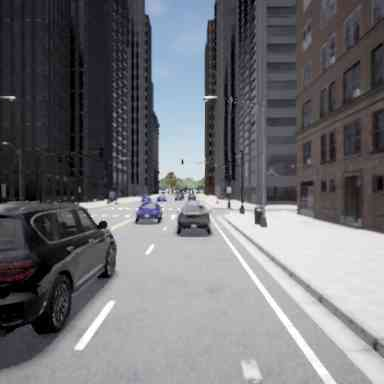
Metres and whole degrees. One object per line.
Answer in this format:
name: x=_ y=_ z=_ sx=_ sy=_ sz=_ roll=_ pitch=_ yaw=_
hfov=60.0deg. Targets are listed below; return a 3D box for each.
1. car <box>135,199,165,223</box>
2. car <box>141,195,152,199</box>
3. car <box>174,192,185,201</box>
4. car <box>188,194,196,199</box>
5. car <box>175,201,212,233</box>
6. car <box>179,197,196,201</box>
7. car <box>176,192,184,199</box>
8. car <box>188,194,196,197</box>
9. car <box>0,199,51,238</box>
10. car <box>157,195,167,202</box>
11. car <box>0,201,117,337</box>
car: x=-3.232 y=1.493 z=25.399 sx=1.812 sy=1.442 sz=4.674 roll=0 pitch=0 yaw=-3
car: x=-9.744 y=1.409 z=71.516 sx=1.812 sy=1.442 sz=4.674 roll=0 pitch=0 yaw=0
car: x=-3.244 y=1.388 z=80.829 sx=2.128 sy=1.511 sz=4.902 roll=0 pitch=0 yaw=0
car: x=0.007 y=1.260 z=91.249 sx=1.994 sy=1.385 sz=4.181 roll=0 pitch=0 yaw=0
car: x=0.102 y=1.482 z=19.365 sx=1.837 sy=1.490 sz=4.892 roll=0 pitch=0 yaw=0
car: x=0.084 y=1.504 z=31.262 sx=2.033 sy=1.411 sz=5.357 roll=0 pitch=0 yaw=0
car: x=-3.243 y=0.932 z=91.279 sx=2.150 sy=2.045 sz=5.566 roll=0 pitch=0 yaw=0
car: x=0.006 y=1.217 z=81.181 sx=2.097 sy=1.767 sz=4.553 roll=0 pitch=0 yaw=0
car: x=-9.823 y=1.329 z=18.378 sx=2.097 sy=1.767 sz=4.553 roll=0 pitch=0 yaw=0
car: x=-6.494 y=1.362 z=71.517 sx=1.882 sy=1.535 sz=5.008 roll=0 pitch=0 yaw=0
car: x=-3.149 y=1.215 z=6.863 sx=2.150 sy=2.045 sz=5.566 roll=0 pitch=0 yaw=0
